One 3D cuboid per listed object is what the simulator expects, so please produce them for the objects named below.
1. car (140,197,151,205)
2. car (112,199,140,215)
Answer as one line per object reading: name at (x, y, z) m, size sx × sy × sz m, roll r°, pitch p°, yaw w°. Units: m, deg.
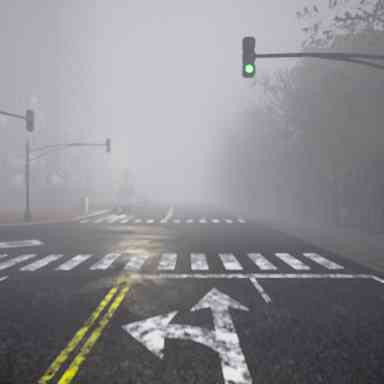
car at (-8.565, 1.659, 60.723) m, size 1.812 × 1.442 × 4.674 m, roll 0°, pitch 0°, yaw -4°
car at (-7.232, 1.566, 35.411) m, size 2.128 × 1.511 × 4.902 m, roll 0°, pitch 0°, yaw -2°
